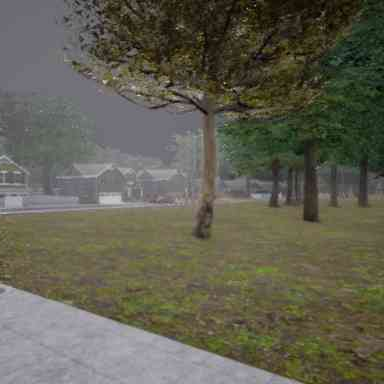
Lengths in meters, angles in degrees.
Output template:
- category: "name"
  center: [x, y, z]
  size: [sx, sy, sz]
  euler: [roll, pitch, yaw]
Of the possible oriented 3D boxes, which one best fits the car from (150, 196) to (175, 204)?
- category: "car"
  center: [-5.260, 1.479, 60.618]
  size: [2.033, 1.411, 5.357]
  euler: [0, 0, 35]
